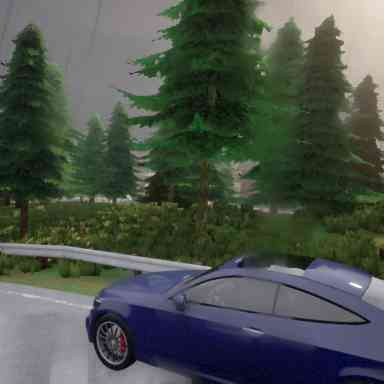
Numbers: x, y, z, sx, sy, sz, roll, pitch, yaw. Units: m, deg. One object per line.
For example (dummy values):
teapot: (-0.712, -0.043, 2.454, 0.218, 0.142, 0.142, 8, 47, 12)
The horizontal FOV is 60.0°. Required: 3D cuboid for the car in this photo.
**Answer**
car: (0.797, 1.499, 4.071, 4.674, 1.442, 1.812, 1, 1, 31)
